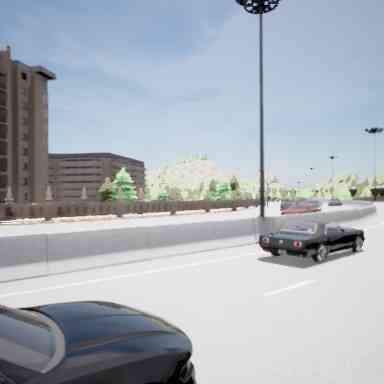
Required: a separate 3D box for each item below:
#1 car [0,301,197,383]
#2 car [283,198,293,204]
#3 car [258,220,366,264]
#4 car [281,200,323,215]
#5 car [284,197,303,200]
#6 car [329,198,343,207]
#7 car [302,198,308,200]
[{"bbox_3d":[-2.254,1.490,2.312,5.008,1.535,1.882,0,0,-35],"label":"car"},{"bbox_3d":[24.939,2.304,86.398,1.994,1.385,4.181,0,-1,11],"label":"car"},{"bbox_3d":[4.598,1.678,12.287,4.718,1.301,1.895,0,-1,-42],"label":"car"},{"bbox_3d":[8.980,1.669,27.322,1.882,1.535,5.008,0,-1,39],"label":"car"},{"bbox_3d":[14.411,1.742,48.697,2.097,1.767,4.553,0,-1,26],"label":"car"},{"bbox_3d":[27.261,1.858,63.099,2.097,1.767,4.553,0,-1,16],"label":"car"},{"bbox_3d":[16.589,1.857,45.232,1.837,1.490,4.892,0,-1,27],"label":"car"}]
